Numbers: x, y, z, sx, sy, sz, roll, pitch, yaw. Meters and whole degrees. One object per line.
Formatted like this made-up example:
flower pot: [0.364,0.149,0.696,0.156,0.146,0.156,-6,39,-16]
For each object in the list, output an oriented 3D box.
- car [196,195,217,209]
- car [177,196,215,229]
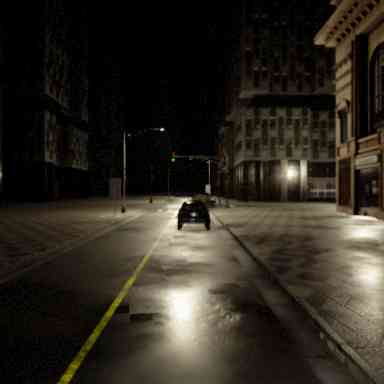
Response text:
car: [1.309,1.097,37.246,2.097,1.767,4.553,0,1,19]
car: [0.097,1.300,20.660,2.033,1.649,4.856,0,0,0]
